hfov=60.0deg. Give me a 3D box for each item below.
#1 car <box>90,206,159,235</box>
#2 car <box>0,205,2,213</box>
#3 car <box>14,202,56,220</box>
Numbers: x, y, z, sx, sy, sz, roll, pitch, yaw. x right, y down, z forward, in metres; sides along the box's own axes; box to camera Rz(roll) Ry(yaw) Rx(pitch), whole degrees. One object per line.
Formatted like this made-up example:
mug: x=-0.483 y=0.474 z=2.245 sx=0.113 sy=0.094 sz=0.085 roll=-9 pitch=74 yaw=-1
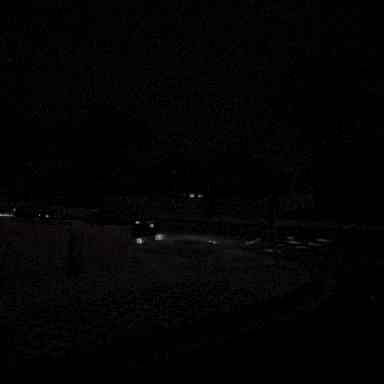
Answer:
car: x=-4.176 y=1.635 z=20.112 sx=4.902 sy=1.511 sz=2.128 roll=0 pitch=3 yaw=38
car: x=-22.421 y=1.588 z=36.652 sx=2.128 sy=1.511 sz=4.902 roll=-4 pitch=3 yaw=-42
car: x=-13.058 y=1.629 z=27.449 sx=4.892 sy=1.490 sz=1.837 roll=1 pitch=4 yaw=42
